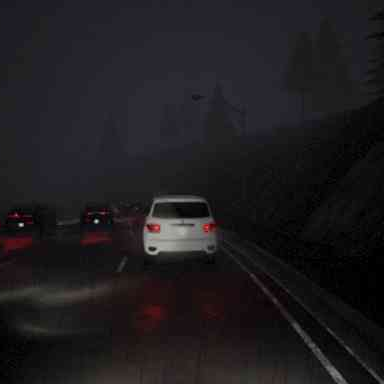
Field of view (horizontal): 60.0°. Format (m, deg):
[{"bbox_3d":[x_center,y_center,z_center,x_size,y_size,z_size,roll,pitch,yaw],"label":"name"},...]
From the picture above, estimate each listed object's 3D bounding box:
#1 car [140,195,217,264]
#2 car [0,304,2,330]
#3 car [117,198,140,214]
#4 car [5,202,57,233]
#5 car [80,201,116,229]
[{"bbox_3d":[-0.558,1.112,11.628,2.150,2.045,5.566,0,1,-6],"label":"car"},{"bbox_3d":[-3.481,1.459,2.513,1.882,1.535,5.008,0,1,-1],"label":"car"},{"bbox_3d":[-5.730,1.243,31.169,1.812,1.442,4.674,0,1,-22],"label":"car"},{"bbox_3d":[-8.933,1.345,18.750,1.837,1.490,4.892,0,0,-13],"label":"car"},{"bbox_3d":[-5.783,1.323,20.449,1.837,1.490,4.892,0,0,-14],"label":"car"}]
